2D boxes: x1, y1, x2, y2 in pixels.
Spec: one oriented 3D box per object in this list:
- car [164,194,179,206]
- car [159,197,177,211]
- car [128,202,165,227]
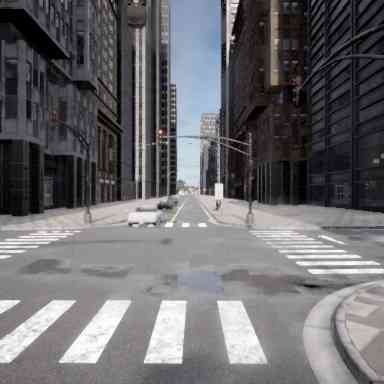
[{"bbox_3d":[-3.197,1.524,54.163,1.837,1.490,4.892,0,1,0],"label":"car"},{"bbox_3d":[-3.183,1.615,39.897,1.895,1.301,4.718,0,0,0],"label":"car"},{"bbox_3d":[-3.150,1.607,22.922,1.895,1.301,4.718,0,0,0],"label":"car"}]
